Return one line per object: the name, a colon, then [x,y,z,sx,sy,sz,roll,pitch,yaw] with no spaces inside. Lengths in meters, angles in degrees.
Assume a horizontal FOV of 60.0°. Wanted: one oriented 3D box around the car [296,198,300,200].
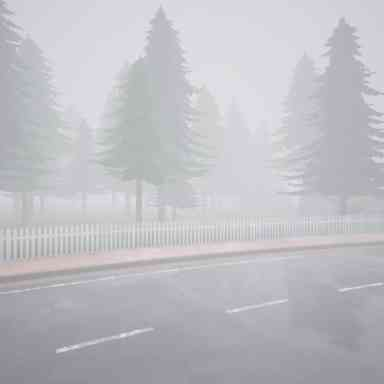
car: [20.525,1.581,61.591,1.812,1.442,4.674,0,0,-3]
